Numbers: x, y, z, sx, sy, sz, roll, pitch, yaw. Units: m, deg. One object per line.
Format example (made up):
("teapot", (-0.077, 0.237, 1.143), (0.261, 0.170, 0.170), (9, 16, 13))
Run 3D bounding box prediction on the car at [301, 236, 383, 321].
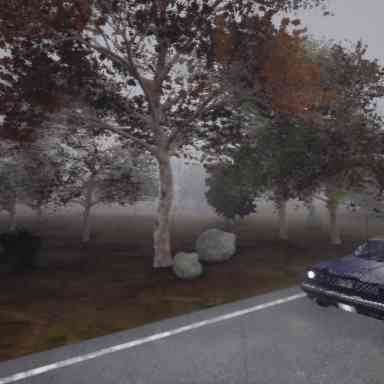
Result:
("car", (4.359, 1.605, 6.791), (4.718, 1.301, 1.895), (0, 0, -35))
